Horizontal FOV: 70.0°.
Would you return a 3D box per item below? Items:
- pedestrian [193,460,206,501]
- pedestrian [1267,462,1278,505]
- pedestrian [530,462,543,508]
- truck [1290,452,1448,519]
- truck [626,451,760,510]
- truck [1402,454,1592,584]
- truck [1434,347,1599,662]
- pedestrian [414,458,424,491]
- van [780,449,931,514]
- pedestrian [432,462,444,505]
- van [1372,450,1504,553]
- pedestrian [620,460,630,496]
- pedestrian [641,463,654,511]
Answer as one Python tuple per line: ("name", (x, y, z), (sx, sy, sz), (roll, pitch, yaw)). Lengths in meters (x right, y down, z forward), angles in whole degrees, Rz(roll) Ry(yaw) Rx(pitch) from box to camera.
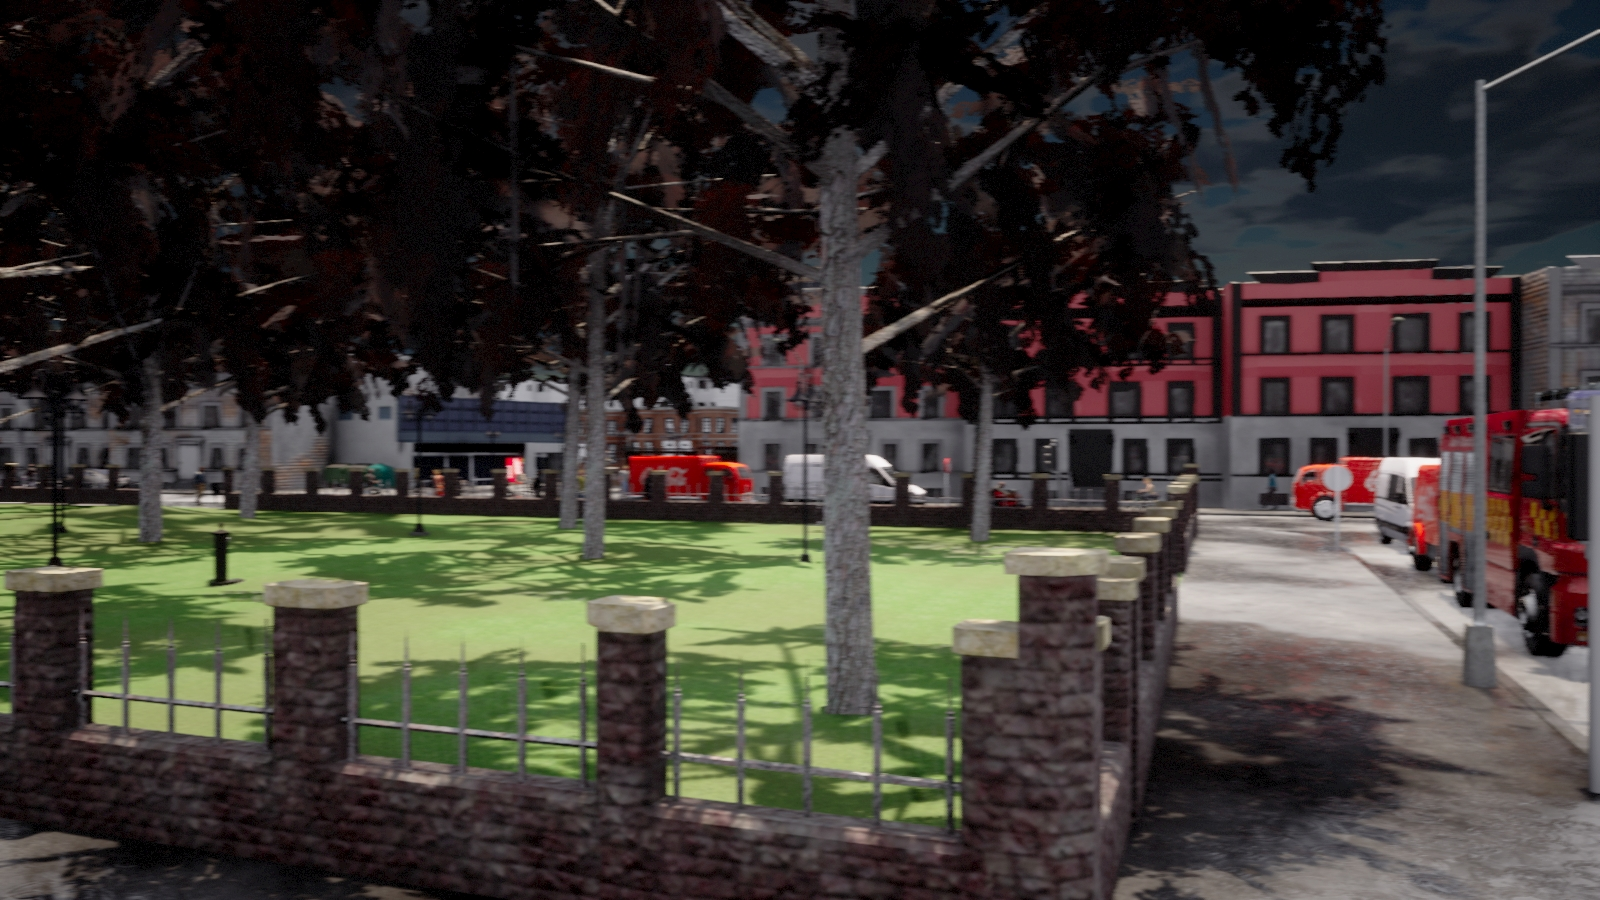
("pedestrian", (-27.768, 1.412, 52.859), (0.375, 1.860, 0.375), (0, 0, 24))
("pedestrian", (20.642, 1.474, 49.930), (0.375, 1.860, 0.375), (0, 0, 15))
("pedestrian", (-10.810, 1.440, 46.932), (0.375, 1.860, 0.375), (0, 0, 19))
("truck", (21.859, 1.307, 44.202), (5.204, 2.467, 2.627), (0, 0, 20))
("truck", (-4.640, 1.267, 49.755), (5.204, 2.467, 2.627), (0, 0, 20))
("truck", (14.877, 1.327, 24.779), (2.627, 2.467, 5.204), (0, 0, 21))
("truck", (12.094, 0.657, 17.485), (2.891, 3.827, 8.468), (0, 0, 20))
("pedestrian", (-21.710, 1.400, 65.051), (0.375, 1.860, 0.375), (0, 0, 18))
("van", (2.277, 1.246, 47.209), (5.915, 2.561, 1.988), (0, 0, 20))
("pedestrian", (-15.545, 1.429, 49.037), (0.375, 1.860, 0.375), (0, 0, 12))
("van", (17.535, 1.287, 31.730), (1.988, 2.561, 5.915), (0, 0, 17))
("pedestrian", (-9.051, 1.425, 59.073), (0.375, 1.860, 0.375), (0, 0, 33))
("pedestrian", (-6.043, 1.450, 45.149), (0.375, 1.860, 0.375), (0, 0, 21))
